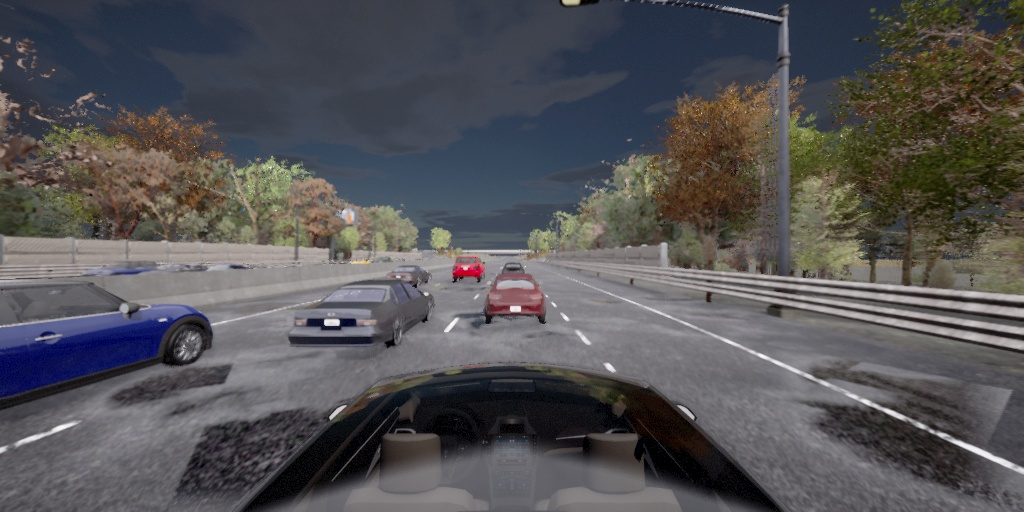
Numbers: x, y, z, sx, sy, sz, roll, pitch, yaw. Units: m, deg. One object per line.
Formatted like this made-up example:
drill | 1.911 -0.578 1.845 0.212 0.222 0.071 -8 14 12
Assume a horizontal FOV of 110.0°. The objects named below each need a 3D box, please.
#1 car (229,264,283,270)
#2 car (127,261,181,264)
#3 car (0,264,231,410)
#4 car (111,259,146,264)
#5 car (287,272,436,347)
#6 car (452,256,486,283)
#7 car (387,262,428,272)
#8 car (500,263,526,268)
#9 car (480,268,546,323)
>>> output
car | -17.605 1.386 25.712 1.895 1.301 4.718 0 0 0
car | -24.602 1.278 26.472 2.128 1.511 4.902 0 0 0
car | -6.903 1.106 5.120 2.097 1.767 4.553 0 0 0
car | -28.101 1.137 26.063 2.097 1.767 4.553 0 0 0
car | -3.403 1.306 9.280 2.033 1.411 5.357 0 0 0
car | -3.407 1.013 28.981 2.150 2.045 5.566 0 0 0
car | -6.905 1.330 24.273 2.033 1.411 5.357 0 0 0
car | 0.094 1.298 29.863 1.837 1.490 4.892 0 0 0
car | 0.097 1.288 12.123 1.812 1.442 4.674 0 0 0
